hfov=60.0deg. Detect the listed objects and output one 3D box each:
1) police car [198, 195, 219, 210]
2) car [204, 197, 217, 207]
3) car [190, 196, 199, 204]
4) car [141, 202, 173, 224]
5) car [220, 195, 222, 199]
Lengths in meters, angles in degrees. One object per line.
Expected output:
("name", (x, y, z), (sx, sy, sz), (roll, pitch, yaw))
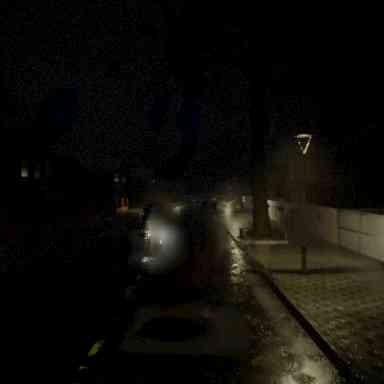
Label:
("police car", (2.218, 1.424, 43.862), (1.930, 1.638, 5.238), (0, 0, 4))
("car", (3.052, 1.529, 53.673), (1.812, 1.442, 4.674), (0, 0, 5))
("car", (0.721, 1.513, 65.600), (2.128, 1.511, 4.902), (0, 0, 7))
("car", (-2.492, 1.490, 24.621), (2.128, 1.511, 4.902), (0, 0, 2))
("car", (5.095, 1.450, 77.940), (2.128, 1.511, 4.902), (0, 0, 9))
